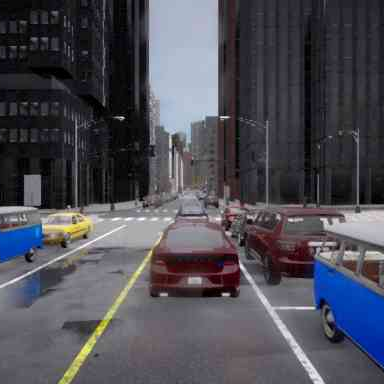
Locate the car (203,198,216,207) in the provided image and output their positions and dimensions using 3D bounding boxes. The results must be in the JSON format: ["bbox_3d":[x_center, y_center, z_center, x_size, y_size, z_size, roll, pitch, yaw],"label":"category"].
[{"bbox_3d":[2.728,1.591,53.135,1.947,1.339,4.313,0,0,0],"label":"car"}]

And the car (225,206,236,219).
[{"bbox_3d":[2.752,1.551,14.925,2.008,1.369,4.403,0,0,0],"label":"car"}]

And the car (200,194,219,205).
[{"bbox_3d":[2.730,1.335,47.491,2.192,1.841,5.009,0,0,0],"label":"car"}]

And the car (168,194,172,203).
[{"bbox_3d":[-5.807,1.617,70.069,1.947,1.339,4.313,0,0,0],"label":"car"}]

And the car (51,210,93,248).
[{"bbox_3d":[-5.775,1.526,14.761,1.752,1.417,4.829,0,0,0],"label":"car"}]

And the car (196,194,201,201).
[{"bbox_3d":[2.708,1.636,86.997,1.887,1.381,4.507,0,0,0],"label":"car"}]

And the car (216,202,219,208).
[{"bbox_3d":[2.748,1.547,20.450,1.887,1.381,4.507,0,0,0],"label":"car"}]

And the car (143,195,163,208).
[{"bbox_3d":[-5.794,1.335,47.496,2.192,1.841,5.009,0,0,0],"label":"car"}]

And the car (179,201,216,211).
[{"bbox_3d":[-0.009,1.493,18.998,2.128,1.511,4.902,0,0,0],"label":"car"}]

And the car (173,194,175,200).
[{"bbox_3d":[-5.814,1.622,81.355,1.887,1.381,4.507,0,0,0],"label":"car"}]

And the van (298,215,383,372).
[{"bbox_3d":[2.761,1.341,3.874,1.690,1.788,3.998,0,0,0],"label":"van"}]

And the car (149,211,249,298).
[{"bbox_3d":[0.062,1.478,8.589,1.882,1.535,5.008,0,0,0],"label":"car"}]

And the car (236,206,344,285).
[{"bbox_3d":[2.756,1.315,9.400,2.192,1.841,5.009,0,0,0],"label":"car"}]

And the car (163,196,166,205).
[{"bbox_3d":[-5.798,1.340,53.139,2.192,1.841,5.009,0,0,0],"label":"car"}]

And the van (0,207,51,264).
[{"bbox_3d":[-5.774,1.341,9.407,1.690,1.788,3.998,0,0,0],"label":"van"}]

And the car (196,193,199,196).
[{"bbox_3d":[2.705,1.671,92.642,1.947,1.339,4.313,0,0,0],"label":"car"}]

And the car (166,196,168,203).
[{"bbox_3d":[-5.800,1.598,58.782,1.947,1.339,4.313,0,0,0],"label":"car"}]
